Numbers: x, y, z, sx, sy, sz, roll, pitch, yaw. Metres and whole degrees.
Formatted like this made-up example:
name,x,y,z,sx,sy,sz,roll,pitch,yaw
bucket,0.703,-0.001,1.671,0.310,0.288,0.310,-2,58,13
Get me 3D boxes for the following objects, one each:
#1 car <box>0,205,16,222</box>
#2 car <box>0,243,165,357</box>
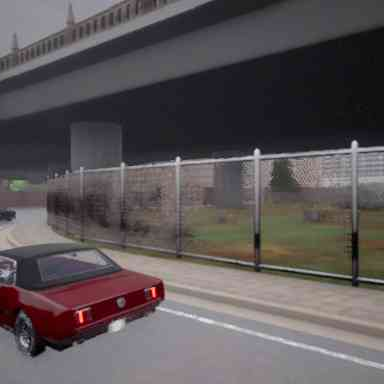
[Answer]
name,x,y,z,sx,sy,sz,roll,pitch,yaw
car,-14.737,1.639,24.366,2.033,1.411,5.357,0,0,-10
car,-2.814,1.621,6.095,4.718,1.301,1.895,0,0,38
